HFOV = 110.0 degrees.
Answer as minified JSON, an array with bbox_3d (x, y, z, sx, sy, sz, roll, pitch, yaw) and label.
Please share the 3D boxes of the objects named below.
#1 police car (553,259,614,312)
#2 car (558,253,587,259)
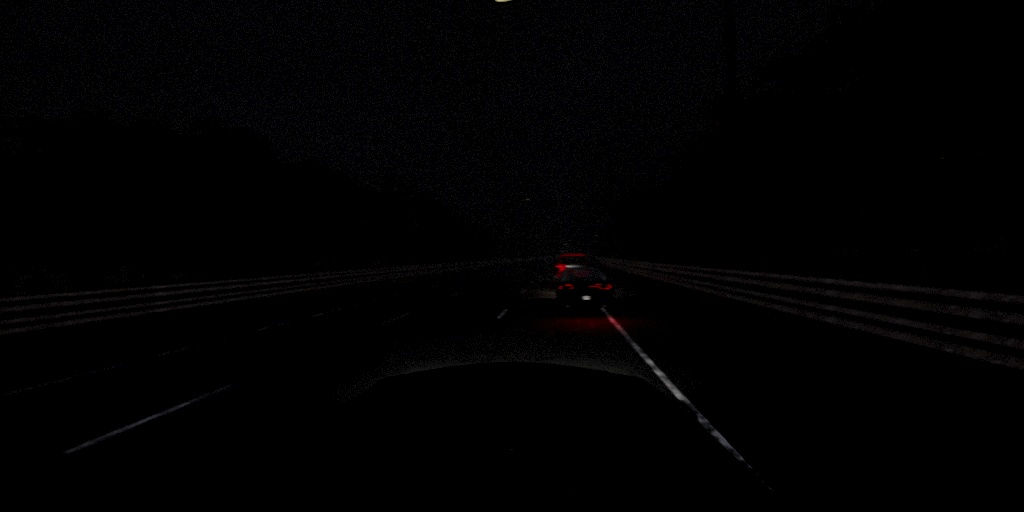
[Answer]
[{"bbox_3d":[2.640,1.086,13.783,1.930,1.638,5.238,-2,0,7],"label":"police car"},{"bbox_3d":[3.940,0.836,23.462,2.150,2.045,5.566,-2,0,8],"label":"car"}]
